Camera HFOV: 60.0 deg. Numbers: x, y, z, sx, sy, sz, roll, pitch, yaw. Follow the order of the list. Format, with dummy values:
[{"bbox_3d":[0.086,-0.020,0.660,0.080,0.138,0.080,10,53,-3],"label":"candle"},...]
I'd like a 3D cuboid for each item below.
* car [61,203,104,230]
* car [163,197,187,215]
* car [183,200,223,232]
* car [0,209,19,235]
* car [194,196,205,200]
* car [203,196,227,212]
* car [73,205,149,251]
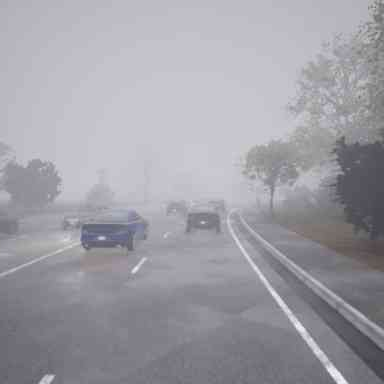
[{"bbox_3d":[-6.400,1.484,20.796,2.128,1.511,4.902,0,0,4],"label":"car"},{"bbox_3d":[-1.299,1.501,33.863,1.837,1.490,4.892,0,0,8],"label":"car"},{"bbox_3d":[0.760,1.477,20.205,1.882,1.535,5.008,0,0,4],"label":"car"},{"bbox_3d":[-10.193,1.515,15.980,1.812,1.442,4.674,0,0,3],"label":"car"},{"bbox_3d":[1.679,1.492,61.656,1.837,1.490,4.892,0,0,19],"label":"car"},{"bbox_3d":[2.918,1.495,38.031,2.128,1.511,4.902,0,0,10],"label":"car"},{"bbox_3d":[-3.091,1.474,14.232,1.882,1.535,5.008,0,0,2],"label":"car"}]
